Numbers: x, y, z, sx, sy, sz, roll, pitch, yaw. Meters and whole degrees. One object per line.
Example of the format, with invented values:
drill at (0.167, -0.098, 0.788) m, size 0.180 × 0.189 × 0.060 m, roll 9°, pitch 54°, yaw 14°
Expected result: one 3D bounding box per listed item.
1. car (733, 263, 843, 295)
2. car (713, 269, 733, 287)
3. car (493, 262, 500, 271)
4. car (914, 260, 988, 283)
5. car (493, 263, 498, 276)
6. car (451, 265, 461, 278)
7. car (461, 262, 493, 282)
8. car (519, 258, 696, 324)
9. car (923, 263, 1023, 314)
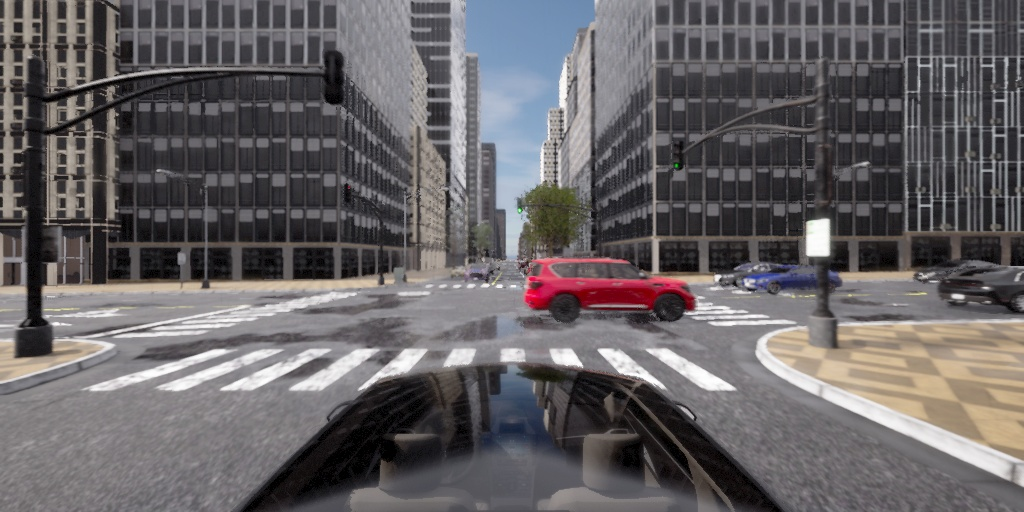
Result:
car at (14.774, 1.208, 19.017) m, size 4.674 × 1.442 × 1.812 m, roll -1°, pitch 0°, yaw -1°
car at (15.134, 1.176, 22.276) m, size 4.902 × 1.511 × 2.128 m, roll -1°, pitch 0°, yaw -1°
car at (-3.189, 1.817, 64.678) m, size 2.097 × 1.767 × 4.553 m, roll 0°, pitch -1°, yaw 0°
car at (28.221, 1.008, 22.528) m, size 4.674 × 1.442 × 1.812 m, roll -1°, pitch 0°, yaw -1°
car at (-3.217, 1.869, 46.981) m, size 1.895 × 1.301 × 4.718 m, roll 0°, pitch -1°, yaw 0°
car at (-5.800, 1.720, 40.325) m, size 1.751 × 1.417 × 4.829 m, roll 0°, pitch 0°, yaw 0°
car at (-3.168, 1.471, 33.616) m, size 2.097 × 1.767 × 4.553 m, roll 0°, pitch -1°, yaw -1°
car at (3.174, 1.097, 12.203) m, size 5.566 × 2.045 × 2.150 m, roll 0°, pitch -1°, yaw -1°
car at (17.872, 1.134, 12.476) m, size 4.892 × 1.490 × 1.837 m, roll -1°, pitch 0°, yaw -1°
